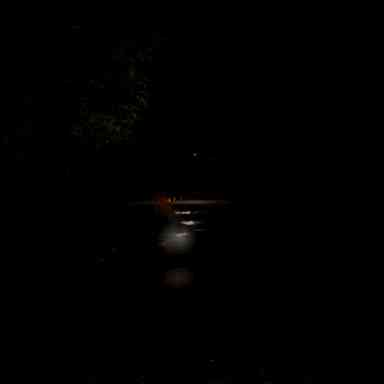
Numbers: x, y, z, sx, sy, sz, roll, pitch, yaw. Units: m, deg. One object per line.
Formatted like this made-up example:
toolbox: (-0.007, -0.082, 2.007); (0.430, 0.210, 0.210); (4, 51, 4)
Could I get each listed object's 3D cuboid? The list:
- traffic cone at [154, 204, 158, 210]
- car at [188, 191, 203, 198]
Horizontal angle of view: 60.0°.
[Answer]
traffic cone: (-3.858, 1.589, 35.421); (0.340, 0.580, 0.340); (0, 1, 0)
car: (0.869, 0.568, 69.030); (2.033, 1.411, 5.357); (0, 1, 17)
